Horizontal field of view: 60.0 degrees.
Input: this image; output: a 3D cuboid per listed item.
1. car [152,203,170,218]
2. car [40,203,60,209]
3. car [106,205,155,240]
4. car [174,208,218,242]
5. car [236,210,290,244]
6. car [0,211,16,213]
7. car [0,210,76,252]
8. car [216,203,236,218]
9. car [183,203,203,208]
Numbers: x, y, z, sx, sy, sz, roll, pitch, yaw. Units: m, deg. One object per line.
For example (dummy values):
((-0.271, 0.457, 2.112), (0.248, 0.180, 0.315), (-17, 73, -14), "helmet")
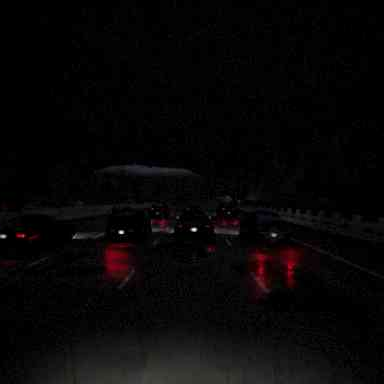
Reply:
((-3.405, 1.932, 35.045), (2.128, 1.511, 4.902), (0, -1, 0), "car")
((-17.596, 2.153, 42.887), (2.033, 1.411, 5.357), (0, -1, 0), "car")
((-3.403, 1.710, 18.439), (1.837, 1.490, 4.892), (0, -1, 0), "car")
((0.098, 1.760, 17.554), (1.994, 1.385, 4.181), (0, -1, 0), "car")
((3.597, 1.715, 16.914), (1.812, 1.442, 4.674), (0, -1, 0), "car")
((-24.588, 1.835, 43.151), (2.150, 2.045, 5.566), (0, -2, 0), "car")
((-6.902, 1.711, 14.724), (2.033, 1.411, 5.357), (0, -1, 0), "car")
((3.594, 1.932, 35.041), (2.128, 1.511, 4.902), (0, -1, 0), "car")
((0.094, 1.932, 35.041), (2.128, 1.511, 4.902), (0, -1, 0), "car")
